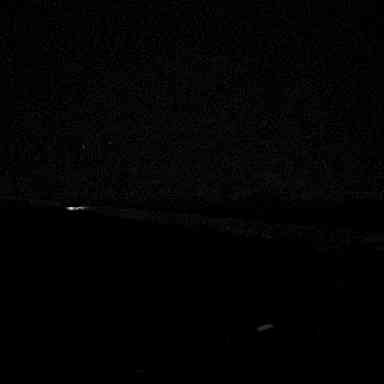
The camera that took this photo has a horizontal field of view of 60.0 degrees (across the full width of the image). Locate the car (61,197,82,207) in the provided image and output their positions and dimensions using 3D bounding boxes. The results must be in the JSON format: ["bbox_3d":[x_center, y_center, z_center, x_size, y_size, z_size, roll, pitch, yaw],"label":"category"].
[{"bbox_3d":[-18.357,1.518,50.267,2.033,1.411,5.357,-1,1,-35],"label":"car"}]
